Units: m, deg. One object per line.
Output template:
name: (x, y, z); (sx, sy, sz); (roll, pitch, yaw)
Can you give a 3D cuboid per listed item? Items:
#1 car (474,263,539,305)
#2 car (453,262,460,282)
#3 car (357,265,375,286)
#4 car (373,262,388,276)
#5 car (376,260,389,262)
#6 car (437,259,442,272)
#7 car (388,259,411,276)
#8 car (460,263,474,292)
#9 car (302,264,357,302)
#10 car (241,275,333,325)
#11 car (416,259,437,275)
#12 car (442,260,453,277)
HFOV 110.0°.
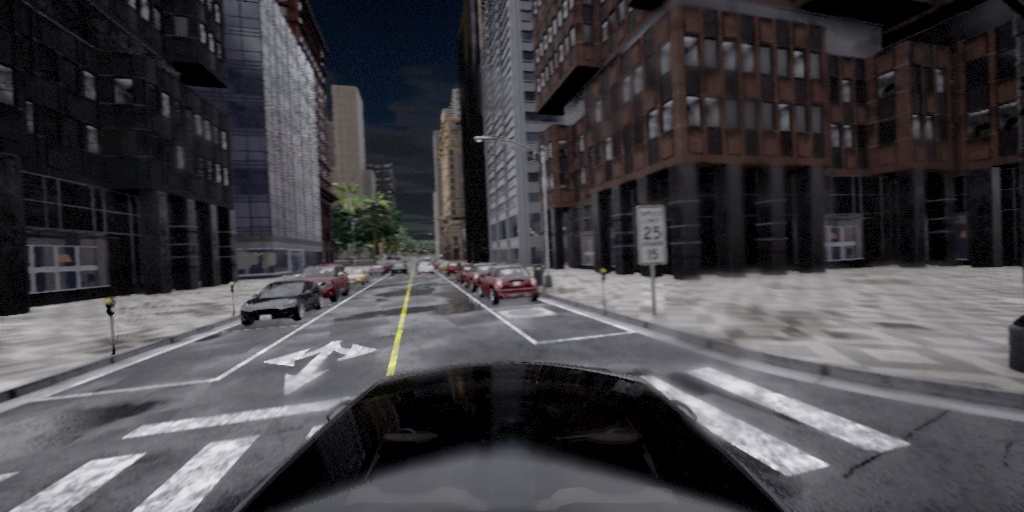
car: (-0.268, 1.103, 15.876); (1.967, 1.591, 4.097); (0, 0, -15)
car: (-3.058, 1.292, 26.361); (1.802, 1.307, 4.207); (0, 0, -15)
car: (-12.640, 1.649, 29.253); (1.751, 1.417, 4.829); (0, 0, -15)
car: (-16.870, 1.782, 45.148); (1.802, 1.307, 4.207); (0, 0, -15)
car: (-18.265, 1.541, 50.391); (2.192, 1.841, 5.009); (0, 0, -15)
car: (-8.682, 1.336, 47.495); (1.751, 1.417, 4.829); (0, 0, -15)
car: (-13.671, 1.542, 43.724); (1.882, 1.535, 5.008); (-3, 0, -15)
car: (-1.663, 1.126, 21.119); (1.967, 1.591, 4.097); (0, 0, -15)
car: (-9.894, 1.391, 18.930); (2.192, 1.841, 5.009); (0, 0, -15)
car: (-8.498, 1.618, 13.687); (1.948, 1.339, 4.313); (0, 0, -15)
car: (-10.268, 1.442, 42.734); (1.812, 1.442, 4.674); (-3, 0, -14)
car: (-5.848, 1.304, 36.846); (1.888, 1.381, 4.507); (0, 0, -15)
